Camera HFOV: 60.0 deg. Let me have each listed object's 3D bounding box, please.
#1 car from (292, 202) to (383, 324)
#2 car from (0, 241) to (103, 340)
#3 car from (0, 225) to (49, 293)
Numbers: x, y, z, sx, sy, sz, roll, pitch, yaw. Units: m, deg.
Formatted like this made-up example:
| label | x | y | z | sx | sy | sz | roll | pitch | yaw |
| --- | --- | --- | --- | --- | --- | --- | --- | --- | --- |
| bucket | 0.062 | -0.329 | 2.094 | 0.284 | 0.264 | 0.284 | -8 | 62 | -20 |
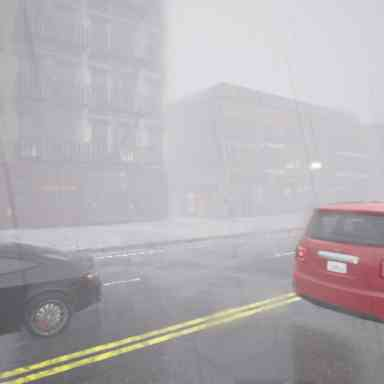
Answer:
| label | x | y | z | sx | sy | sz | roll | pitch | yaw |
| --- | --- | --- | --- | --- | --- | --- | --- | --- | --- |
| car | 4.350 | 1.211 | 6.536 | 5.566 | 2.045 | 2.150 | 0 | 0 | -35 |
| car | -3.725 | 1.526 | 5.022 | 4.674 | 1.442 | 1.812 | 0 | 0 | -35 |
| car | -5.935 | 1.602 | 7.438 | 4.718 | 1.301 | 1.895 | 0 | 0 | -35 |
